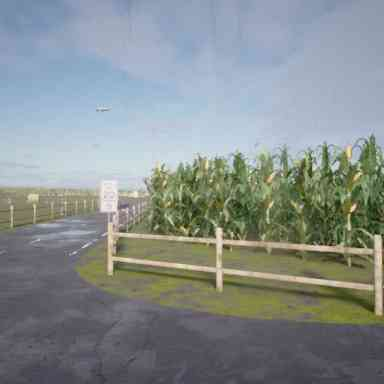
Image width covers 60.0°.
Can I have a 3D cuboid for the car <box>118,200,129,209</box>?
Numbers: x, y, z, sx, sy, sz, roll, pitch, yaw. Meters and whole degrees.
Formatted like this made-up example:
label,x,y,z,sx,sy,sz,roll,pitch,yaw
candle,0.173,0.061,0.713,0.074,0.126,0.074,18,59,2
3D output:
label,x,y,z,sx,sy,sz,roll,pitch,yaw
car,-11.070,1.875,52.077,1.994,1.385,4.181,1,0,-4
